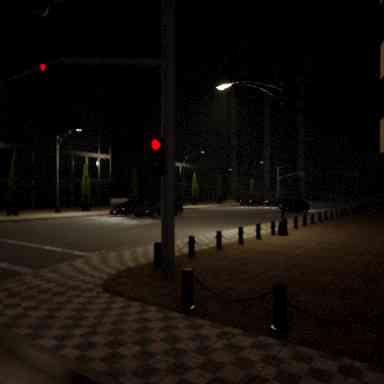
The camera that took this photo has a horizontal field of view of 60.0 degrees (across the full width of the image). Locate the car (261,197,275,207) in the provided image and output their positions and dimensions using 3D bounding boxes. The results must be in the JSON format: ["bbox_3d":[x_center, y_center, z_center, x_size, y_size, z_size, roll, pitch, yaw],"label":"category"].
[{"bbox_3d":[12.649,1.486,49.416,2.033,1.411,5.357,0,0,36],"label":"car"}]

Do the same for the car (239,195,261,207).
[{"bbox_3d":[8.986,1.288,50.342,2.097,1.767,4.553,0,0,36],"label":"car"}]

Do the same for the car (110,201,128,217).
[{"bbox_3d":[-5.322,1.463,30.485,1.812,1.442,4.674,0,0,35],"label":"car"}]

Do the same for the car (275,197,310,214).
[{"bbox_3d":[10.864,1.431,34.889,2.128,1.511,4.902,0,0,36],"label":"car"}]

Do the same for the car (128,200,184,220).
[{"bbox_3d":[-2.724,1.416,28.133,1.882,1.535,5.008,0,0,36],"label":"car"}]
